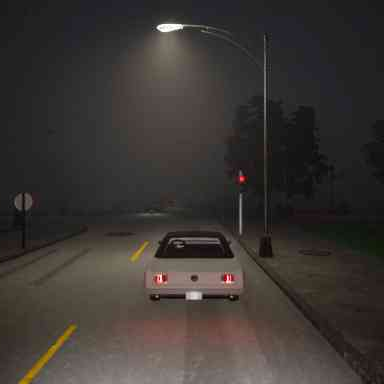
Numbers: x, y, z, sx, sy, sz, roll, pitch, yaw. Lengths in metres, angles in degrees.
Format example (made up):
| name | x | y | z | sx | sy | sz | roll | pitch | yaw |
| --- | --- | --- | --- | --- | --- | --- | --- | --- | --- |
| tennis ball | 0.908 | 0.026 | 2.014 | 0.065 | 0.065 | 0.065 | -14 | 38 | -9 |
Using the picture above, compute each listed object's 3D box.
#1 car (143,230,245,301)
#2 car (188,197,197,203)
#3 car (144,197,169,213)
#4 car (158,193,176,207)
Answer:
| name | x | y | z | sx | sy | sz | roll | pitch | yaw |
| --- | --- | --- | --- | --- | --- | --- | --- | --- | --- |
| car | 0.061 | 1.601 | 8.278 | 1.895 | 1.301 | 4.718 | 0 | 0 | 0 |
| car | 0.035 | 1.601 | 69.468 | 1.895 | 1.301 | 4.718 | 0 | 0 | 0 |
| car | -4.081 | 1.547 | 36.569 | 2.033 | 1.411 | 5.357 | 0 | 0 | 0 |
| car | -4.069 | 1.214 | 52.354 | 2.150 | 2.045 | 5.566 | 0 | 1 | -1 |
